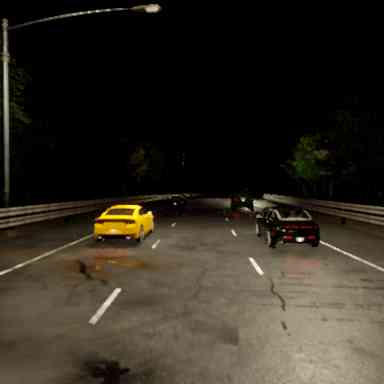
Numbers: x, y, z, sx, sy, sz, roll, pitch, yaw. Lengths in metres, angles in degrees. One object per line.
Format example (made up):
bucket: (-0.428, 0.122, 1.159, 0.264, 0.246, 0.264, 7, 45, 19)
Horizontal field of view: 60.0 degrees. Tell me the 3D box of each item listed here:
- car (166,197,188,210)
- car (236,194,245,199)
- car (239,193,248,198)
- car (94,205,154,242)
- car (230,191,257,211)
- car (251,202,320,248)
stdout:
car: (-1.608, 1.195, 36.714, 1.994, 1.385, 4.181, 0, 1, 5)
car: (11.751, 1.053, 79.956, 1.895, 1.301, 4.718, 0, 0, 12)
car: (14.058, 1.019, 90.445, 2.033, 1.411, 5.357, 0, 0, 13)
car: (-3.024, 1.355, 15.668, 1.882, 1.535, 5.008, 0, 1, 2)
car: (5.280, 0.864, 35.341, 2.150, 2.045, 5.566, 0, 1, 5)
car: (3.926, 1.401, 14.229, 1.837, 1.490, 4.892, 0, 1, 2)
